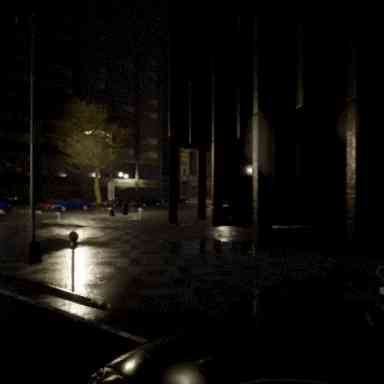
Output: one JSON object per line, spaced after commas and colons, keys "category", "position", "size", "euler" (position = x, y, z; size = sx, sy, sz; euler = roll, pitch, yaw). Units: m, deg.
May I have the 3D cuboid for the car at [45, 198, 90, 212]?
{"category": "car", "position": [-13.837, 1.441, 38.001], "size": [1.812, 1.442, 4.674], "euler": [0, 0, 35]}

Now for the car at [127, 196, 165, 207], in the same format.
{"category": "car", "position": [-6.559, 1.392, 48.245], "size": [1.837, 1.490, 4.892], "euler": [0, 1, 36]}

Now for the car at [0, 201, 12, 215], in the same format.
{"category": "car", "position": [-19.099, 1.462, 30.572], "size": [1.812, 1.442, 4.674], "euler": [0, 0, 37]}

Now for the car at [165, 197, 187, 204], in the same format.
{"category": "car", "position": [-2.930, 1.453, 58.885], "size": [1.895, 1.301, 4.718], "euler": [0, 0, 36]}

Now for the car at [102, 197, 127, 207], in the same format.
{"category": "car", "position": [-10.757, 1.402, 47.951], "size": [1.812, 1.442, 4.674], "euler": [0, 0, 35]}

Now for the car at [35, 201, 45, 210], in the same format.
{"category": "car", "position": [-16.588, 1.462, 39.755], "size": [1.994, 1.385, 4.181], "euler": [0, 0, 34]}

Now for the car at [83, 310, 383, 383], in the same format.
{"category": "car", "position": [1.060, 1.566, 2.204], "size": [4.313, 1.339, 1.947], "euler": [0, 0, 35]}
